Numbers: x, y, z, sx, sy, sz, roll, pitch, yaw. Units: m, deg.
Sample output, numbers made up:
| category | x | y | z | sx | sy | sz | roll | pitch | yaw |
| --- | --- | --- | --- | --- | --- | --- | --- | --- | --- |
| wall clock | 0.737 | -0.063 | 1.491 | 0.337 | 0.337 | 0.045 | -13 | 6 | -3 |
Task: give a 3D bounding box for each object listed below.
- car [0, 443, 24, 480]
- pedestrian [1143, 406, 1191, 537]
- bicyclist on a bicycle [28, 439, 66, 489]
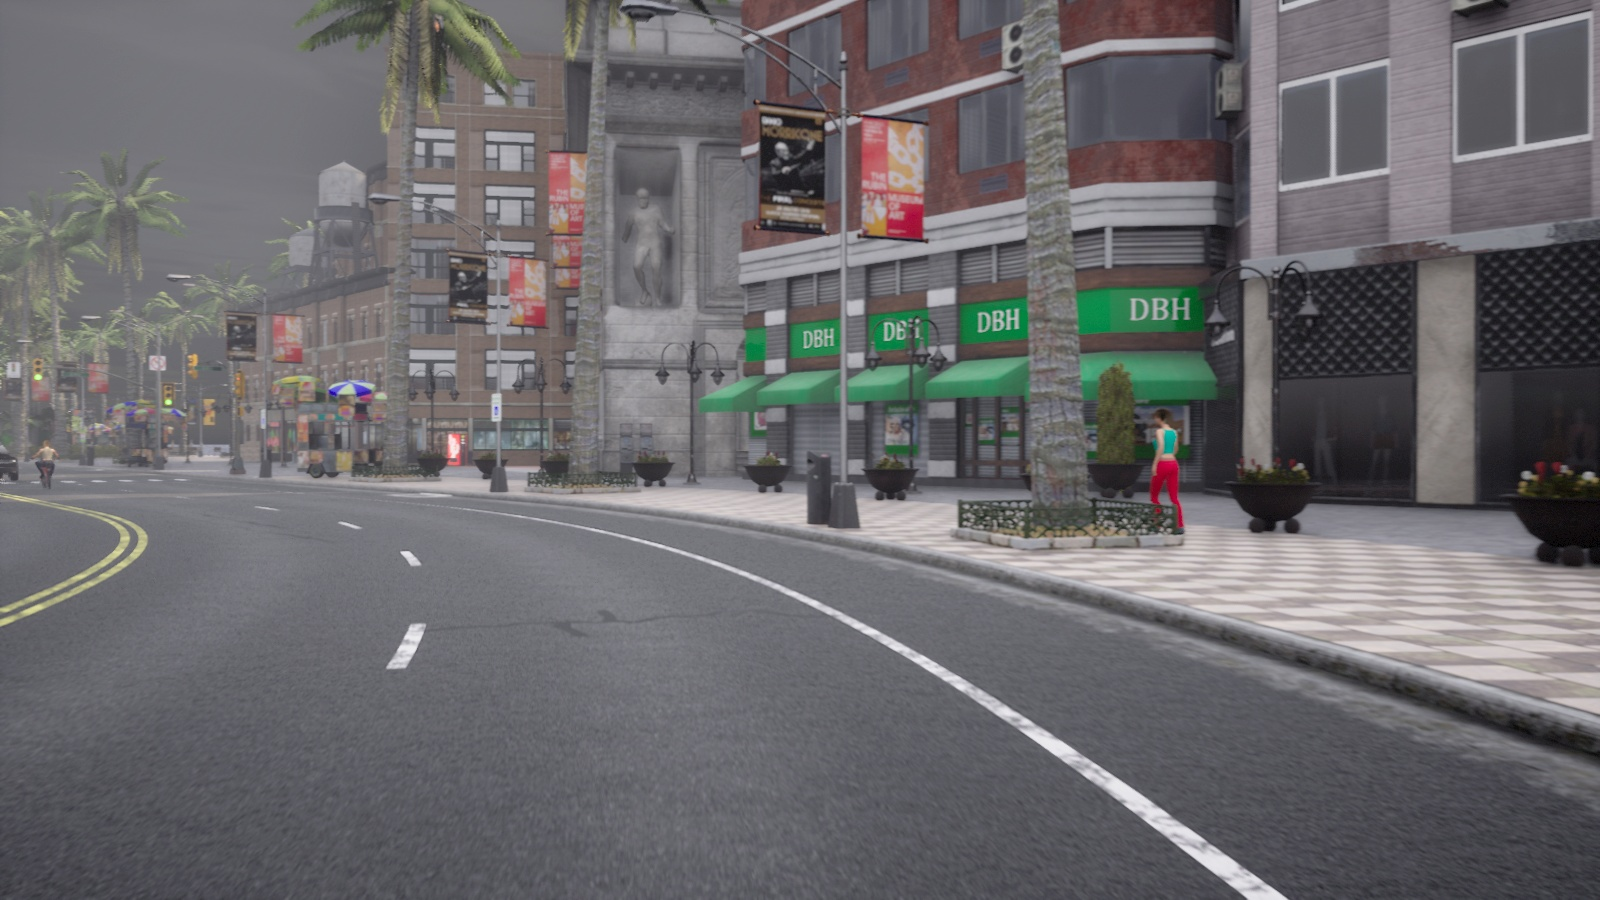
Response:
| category | x | y | z | sx | sy | sz | roll | pitch | yaw |
| --- | --- | --- | --- | --- | --- | --- | --- | --- | --- |
| car | -33.881 | 0.458 | 52.218 | 1.837 | 1.490 | 4.892 | 0 | 0 | -43 |
| pedestrian | 5.274 | 0.301 | 18.041 | 0.345 | 1.836 | 0.594 | 0 | 0 | -26 |
| bicyclist on a bicycle | -24.879 | 0.450 | 41.494 | 0.866 | 1.612 | 1.509 | 0 | 0 | -39 |
